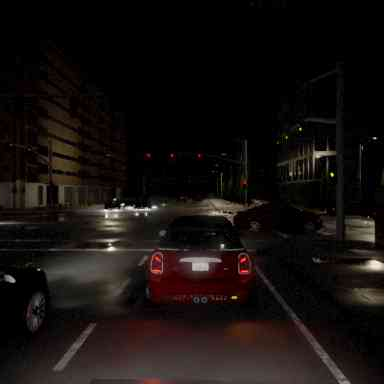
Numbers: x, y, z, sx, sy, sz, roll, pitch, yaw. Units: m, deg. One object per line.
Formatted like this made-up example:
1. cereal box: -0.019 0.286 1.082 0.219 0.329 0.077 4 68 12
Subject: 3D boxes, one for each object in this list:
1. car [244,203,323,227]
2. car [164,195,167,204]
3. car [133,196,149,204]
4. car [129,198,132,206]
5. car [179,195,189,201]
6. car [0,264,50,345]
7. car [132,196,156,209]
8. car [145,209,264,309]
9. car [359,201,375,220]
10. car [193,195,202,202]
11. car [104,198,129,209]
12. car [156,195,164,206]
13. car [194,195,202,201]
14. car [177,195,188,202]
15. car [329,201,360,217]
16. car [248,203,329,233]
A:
1. car: 6.193 1.550 22.926 4.892 1.490 1.837 0 0 1
2. car: -6.080 1.343 64.767 2.097 1.767 4.553 0 0 2
3. car: -9.645 1.483 62.970 2.128 1.511 4.902 0 0 2
4. car: -9.981 1.594 52.878 1.895 1.301 4.718 0 0 2
5. car: -1.967 1.514 84.010 2.128 1.511 4.902 0 0 2
6. car: -3.397 1.491 3.814 2.128 1.511 4.902 0 0 1
7. car: -6.639 1.558 46.072 1.994 1.385 4.181 0 0 1
8. car: 0.218 1.351 8.043 2.097 1.767 4.553 0 0 2
9. car: 16.688 1.599 26.410 5.357 1.411 2.033 0 0 1
10. car: 1.233 1.468 73.764 1.882 1.535 5.008 0 0 2
11. car: -10.169 1.558 44.076 1.994 1.385 4.181 0 0 1
12. car: -6.415 1.484 54.963 2.128 1.511 4.902 0 0 2
13. car: 1.532 1.466 83.918 1.882 1.535 5.008 0 0 2
14. car: -2.267 1.531 73.353 2.033 1.411 5.357 0 0 2
15. car: 14.500 1.543 29.957 4.902 1.511 2.128 0 0 1
16. car: 4.971 1.517 19.450 5.008 1.535 1.882 1 0 1
